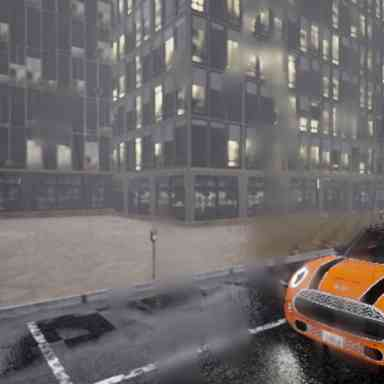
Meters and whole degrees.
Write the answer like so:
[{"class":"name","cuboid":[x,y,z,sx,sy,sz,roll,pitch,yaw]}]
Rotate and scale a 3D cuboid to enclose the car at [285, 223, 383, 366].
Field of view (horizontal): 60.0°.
[{"class":"car","cuboid":[3.682,1.339,5.692,4.553,1.767,2.097,0,0,-35]}]
